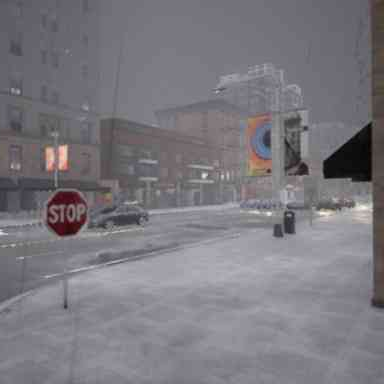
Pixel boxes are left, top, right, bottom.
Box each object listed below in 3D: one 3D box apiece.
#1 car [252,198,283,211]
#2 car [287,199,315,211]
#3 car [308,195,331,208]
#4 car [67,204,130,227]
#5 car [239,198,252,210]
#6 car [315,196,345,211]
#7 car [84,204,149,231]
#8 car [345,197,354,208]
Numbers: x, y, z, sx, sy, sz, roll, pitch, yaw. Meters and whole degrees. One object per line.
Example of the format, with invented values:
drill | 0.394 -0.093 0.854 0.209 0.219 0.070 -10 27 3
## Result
car | 9.947 1.547 42.514 1.882 1.535 5.008 -1 -1 36
car | 13.403 1.607 41.566 1.994 1.385 4.181 -1 0 36
car | 18.984 1.378 49.437 2.097 1.767 4.553 -1 0 36
car | -6.832 1.696 24.784 1.994 1.385 4.181 -1 0 36
car | 8.252 1.615 45.700 1.812 1.442 4.674 -1 0 36
car | 16.813 1.369 40.735 2.097 1.767 4.553 -1 0 36
car | -4.905 1.615 21.896 1.837 1.490 4.892 -1 0 36
car | 22.354 1.527 48.553 1.812 1.442 4.674 -1 0 36
